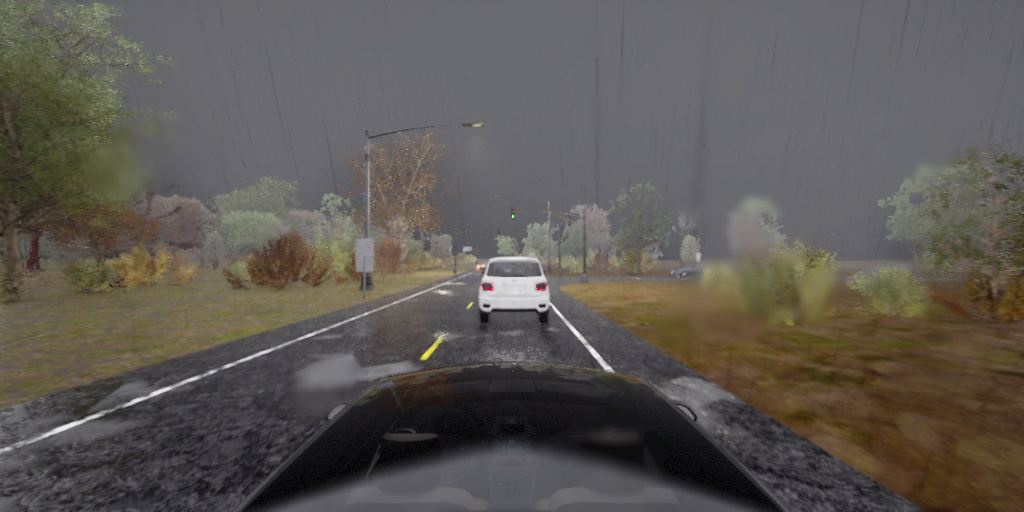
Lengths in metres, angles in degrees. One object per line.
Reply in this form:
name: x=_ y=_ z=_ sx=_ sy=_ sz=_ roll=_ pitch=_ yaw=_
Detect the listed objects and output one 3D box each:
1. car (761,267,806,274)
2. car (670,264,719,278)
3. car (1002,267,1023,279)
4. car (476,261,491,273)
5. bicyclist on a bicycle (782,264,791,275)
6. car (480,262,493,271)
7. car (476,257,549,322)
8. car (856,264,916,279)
car: x=28.713 y=1.570 z=37.701 sx=5.008 sy=1.535 sz=1.882 roll=0 pitch=0 yaw=2
car: x=19.350 y=1.579 z=37.899 sx=4.902 sy=1.511 sz=2.128 roll=0 pitch=0 yaw=1
car: x=49.056 y=1.565 z=33.412 sx=4.902 sy=1.511 sz=2.128 roll=0 pitch=0 yaw=5
car: x=-4.232 y=1.571 z=53.843 sx=2.097 sy=1.767 sz=4.553 roll=0 pitch=-1 yaw=-2
bicyclist on a bicycle: x=24.002 y=1.491 z=31.522 sx=0.582 sy=1.620 sz=1.656 roll=0 pitch=-1 yaw=1
car: x=-4.473 y=1.796 z=63.293 sx=2.128 sy=1.511 sz=4.902 roll=0 pitch=-1 yaw=-1
car: x=0.057 y=1.070 z=12.891 sx=2.150 sy=2.045 sz=5.566 roll=0 pitch=-1 yaw=0
car: x=38.785 y=1.588 z=37.251 sx=4.902 sy=1.511 sz=2.128 roll=0 pitch=0 yaw=3
